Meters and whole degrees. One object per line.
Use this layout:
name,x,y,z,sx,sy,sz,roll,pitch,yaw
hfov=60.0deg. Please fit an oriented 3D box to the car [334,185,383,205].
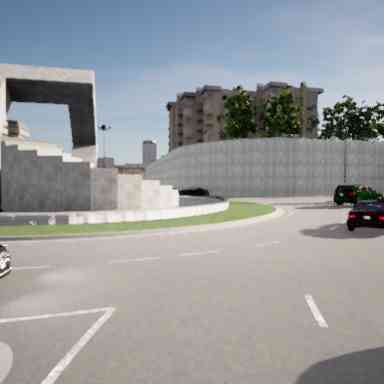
car,15.822,0.321,31.513,5.566,2.045,2.150,-1,1,-32

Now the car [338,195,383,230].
car,8.889,1.081,16.331,2.033,1.411,5.357,1,2,34

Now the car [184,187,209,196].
car,0.223,-0.010,50.345,4.902,1.511,2.128,1,2,29

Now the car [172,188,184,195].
car,-4.138,0.049,48.451,4.892,1.490,1.837,1,1,21

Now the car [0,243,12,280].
car,-6.284,1.291,6.550,4.892,1.490,1.837,0,2,-7
